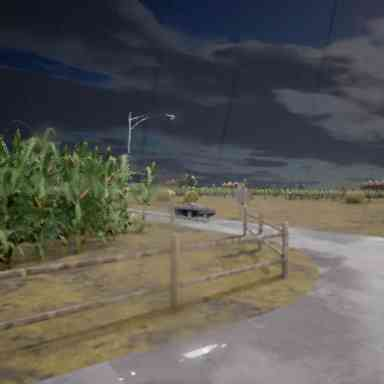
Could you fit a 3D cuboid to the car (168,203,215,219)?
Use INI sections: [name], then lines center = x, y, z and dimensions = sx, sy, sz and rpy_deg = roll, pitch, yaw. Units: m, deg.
[car]
center = -0.182, 1.546, 27.987
dimensions = 1.895, 1.301, 4.718
rpy_deg = 3, -1, -34
